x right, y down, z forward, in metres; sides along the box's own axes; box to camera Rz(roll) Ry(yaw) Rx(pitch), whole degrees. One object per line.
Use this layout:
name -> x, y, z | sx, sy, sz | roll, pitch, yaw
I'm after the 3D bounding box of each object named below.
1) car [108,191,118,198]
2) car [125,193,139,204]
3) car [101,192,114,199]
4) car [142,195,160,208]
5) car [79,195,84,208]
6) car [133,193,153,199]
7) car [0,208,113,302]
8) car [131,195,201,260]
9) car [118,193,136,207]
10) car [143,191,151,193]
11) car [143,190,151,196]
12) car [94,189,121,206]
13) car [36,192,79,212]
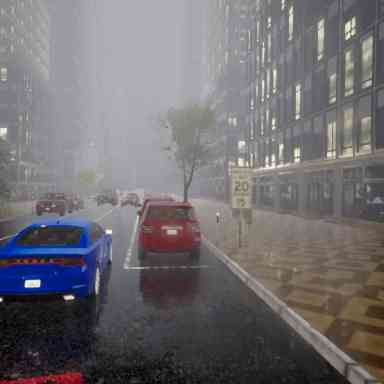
car -> -18.204, 0.478, 76.932 | 1.967, 1.590, 4.097 | 1, 1, -8
car -> -9.108, 0.893, 50.801 | 1.882, 1.535, 5.008 | 1, 1, -8
car -> -16.644, 0.713, 65.927 | 2.008, 1.369, 4.403 | 1, 1, -8
car -> -4.936, 1.134, 39.520 | 2.008, 1.369, 4.403 | 1, 1, -8
car -> -11.955, 0.979, 32.907 | 1.967, 1.590, 4.097 | 1, 1, -8
car -> -1.794, 1.155, 17.510 | 2.192, 1.841, 5.009 | 1, 1, -8
car -> -3.070, 1.388, 8.135 | 1.882, 1.535, 5.008 | 1, 1, -8
car -> -0.917, 1.220, 12.022 | 2.192, 1.841, 5.009 | 1, 1, -8
car -> -7.662, 1.130, 40.950 | 1.895, 1.301, 4.718 | 1, 1, -8
car -> -7.280, 0.940, 56.030 | 1.887, 1.381, 4.507 | 1, 1, -8
car -> -12.746, 0.277, 94.549 | 2.192, 1.841, 5.009 | 1, 1, -8
car -> -10.731, 0.689, 42.564 | 2.150, 2.045, 5.566 | 1, 1, -8
car -> -11.172, 0.918, 27.402 | 2.192, 1.841, 5.009 | 1, 1, -8
